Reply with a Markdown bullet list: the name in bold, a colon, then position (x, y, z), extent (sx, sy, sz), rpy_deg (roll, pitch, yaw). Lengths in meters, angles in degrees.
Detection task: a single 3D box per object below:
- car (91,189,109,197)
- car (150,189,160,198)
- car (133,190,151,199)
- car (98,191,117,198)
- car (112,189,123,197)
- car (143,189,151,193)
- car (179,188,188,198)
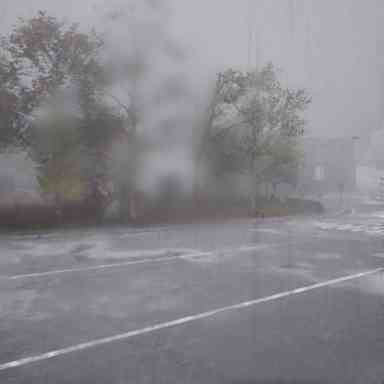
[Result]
- **car**: position (-22.657, 0.342, 82.140), extent (2.185, 1.767, 4.553), rpy_deg (0, 2, 18)
- **car**: position (-6.211, 0.573, 69.261), extent (1.946, 1.575, 5.366), rpy_deg (-1, 2, 17)
- **car**: position (-10.906, 0.466, 73.060), extent (2.185, 1.767, 4.553), rpy_deg (-1, 2, 17)
- **car**: position (-20.309, 0.509, 80.329), extent (2.097, 1.535, 5.008), rpy_deg (0, 2, 18)
- **car**: position (-15.637, 0.321, 76.625), extent (2.435, 2.045, 5.566), rpy_deg (0, 2, 18)
- **car**: position (-8.546, 0.335, 71.257), extent (2.435, 2.045, 5.566), rpy_deg (-1, 1, 17)
- **car**: position (-1.403, 0.260, 65.920), extent (2.435, 2.045, 5.566), rpy_deg (-2, 1, 16)
